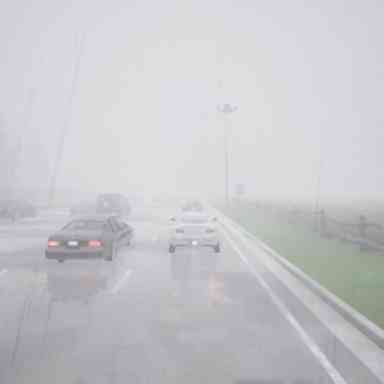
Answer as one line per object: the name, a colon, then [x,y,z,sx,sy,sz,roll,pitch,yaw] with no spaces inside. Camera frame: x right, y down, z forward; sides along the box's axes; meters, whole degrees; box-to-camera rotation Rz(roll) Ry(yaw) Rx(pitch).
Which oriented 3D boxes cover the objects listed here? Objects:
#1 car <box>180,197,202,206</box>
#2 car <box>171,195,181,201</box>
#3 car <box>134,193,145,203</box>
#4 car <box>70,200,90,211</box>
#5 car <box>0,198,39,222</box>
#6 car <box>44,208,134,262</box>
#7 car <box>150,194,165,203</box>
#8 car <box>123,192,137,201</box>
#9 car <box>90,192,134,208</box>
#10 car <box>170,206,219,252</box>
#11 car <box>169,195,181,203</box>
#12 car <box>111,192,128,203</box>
car: [0.078,1.497,32.966,1.994,1.385,4.181,0,0,0]
car: [-3.556,1.275,75.090,1.895,1.301,4.718,0,0,0]
car: [-10.544,1.217,65.380,2.097,1.767,4.553,0,0,0]
car: [-10.422,1.497,32.686,1.994,1.385,4.181,0,0,0]
car: [-13.917,1.297,26.088,2.097,1.767,4.553,0,0,0]
car: [-3.412,1.522,12.047,2.033,1.411,5.357,0,0,0]
car: [-7.044,1.369,65.412,2.128,1.511,4.902,0,0,0]
car: [-14.059,0.921,75.468,2.150,2.045,5.566,0,0,0]
car: [-6.919,1.159,29.402,2.150,2.045,5.566,0,0,0]
car: [0.090,1.498,13.672,1.812,1.442,4.674,0,0,0]
car: [-3.544,1.366,65.448,1.837,1.490,4.892,0,0,0]
car: [-14.044,1.086,65.054,2.150,2.045,5.566,0,0,0]
